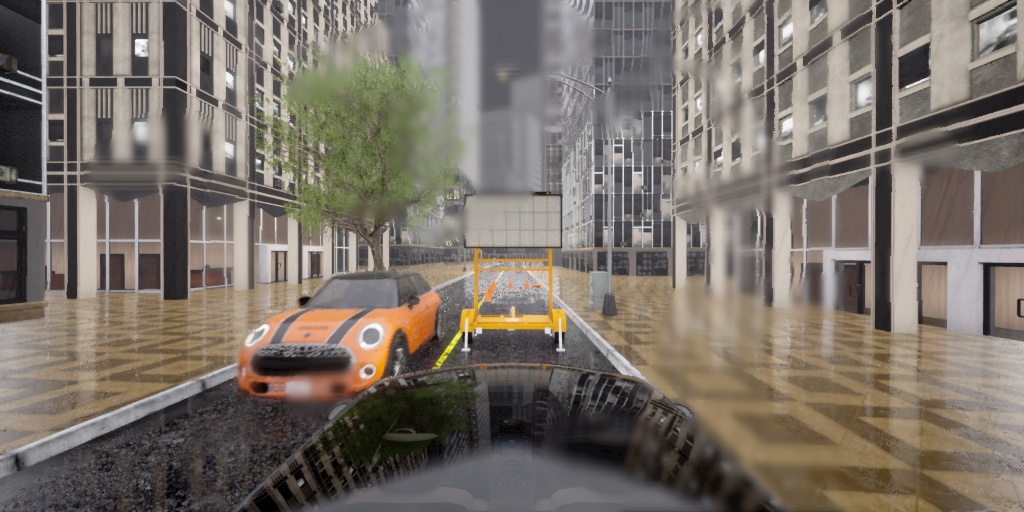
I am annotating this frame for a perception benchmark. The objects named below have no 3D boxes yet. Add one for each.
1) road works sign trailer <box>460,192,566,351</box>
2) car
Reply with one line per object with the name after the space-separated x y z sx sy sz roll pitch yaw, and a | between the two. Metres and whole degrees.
0.034 0.214 8.941 2.380 3.560 2.880 0 0 0 | road works sign trailer
-2.725 1.101 6.840 2.097 1.767 4.553 0 0 0 | car
